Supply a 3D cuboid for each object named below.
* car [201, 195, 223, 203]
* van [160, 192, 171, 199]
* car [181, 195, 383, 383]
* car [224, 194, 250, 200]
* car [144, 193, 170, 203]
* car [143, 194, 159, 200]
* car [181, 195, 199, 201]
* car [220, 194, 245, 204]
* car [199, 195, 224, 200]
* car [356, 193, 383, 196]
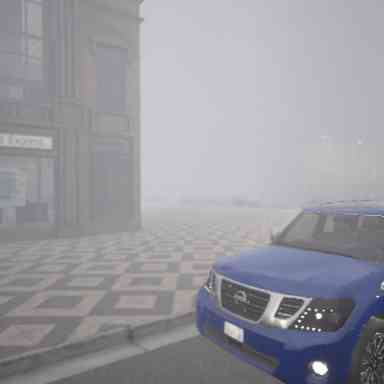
[{"bbox_3d":[3.622,1.244,61.727,1.802,1.307,4.206,-1,0,-36],"label":"car"},{"bbox_3d":[-6.390,0.984,75.365,1.690,1.788,3.998,0,0,-36],"label":"van"},{"bbox_3d":[2.726,1.174,5.256,5.566,2.045,2.150,0,0,-35],"label":"car"},{"bbox_3d":[6.746,1.290,43.062,1.887,1.381,4.507,-1,0,-36],"label":"car"},{"bbox_3d":[-6.601,1.283,61.247,2.008,1.369,4.403,-1,0,-36],"label":"car"},{"bbox_3d":[-9.827,1.156,80.052,1.752,1.417,4.829,0,0,-36],"label":"car"},{"bbox_3d":[0.072,1.180,52.154,1.967,1.590,4.097,-1,0,-36],"label":"car"},{"bbox_3d":[6.960,1.105,57.178,1.967,1.590,4.097,-1,0,-36],"label":"car"},{"bbox_3d":[3.410,1.324,47.608,1.802,1.307,4.206,-1,0,-36],"label":"car"},{"bbox_3d":[20.307,0.991,38.991,2.192,1.841,5.009,-1,0,-36],"label":"car"}]
